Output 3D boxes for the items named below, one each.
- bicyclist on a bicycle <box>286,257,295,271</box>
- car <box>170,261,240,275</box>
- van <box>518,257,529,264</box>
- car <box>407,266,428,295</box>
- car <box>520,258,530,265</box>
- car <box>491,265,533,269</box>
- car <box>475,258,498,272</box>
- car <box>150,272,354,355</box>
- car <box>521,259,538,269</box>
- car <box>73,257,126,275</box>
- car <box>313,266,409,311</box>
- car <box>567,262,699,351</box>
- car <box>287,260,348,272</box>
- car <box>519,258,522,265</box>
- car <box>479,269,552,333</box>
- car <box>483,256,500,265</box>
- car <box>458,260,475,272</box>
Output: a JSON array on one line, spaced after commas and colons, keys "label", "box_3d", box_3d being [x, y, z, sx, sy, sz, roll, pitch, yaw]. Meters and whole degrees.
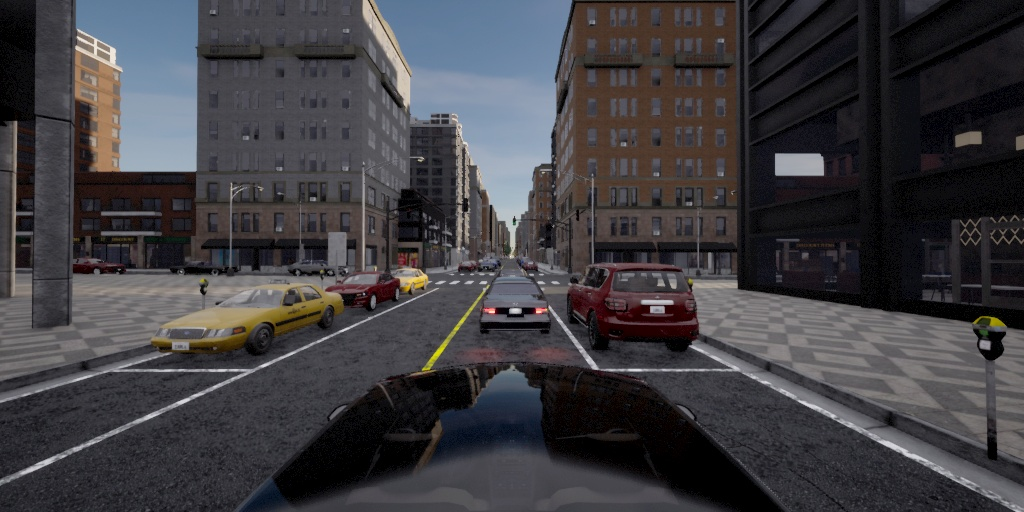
[{"label": "bicyclist on a bicycle", "box_3d": [-23.138, 0.909, 37.578, 0.582, 1.620, 1.656, 0, 0, 0]}, {"label": "car", "box_3d": [-26.761, 1.112, 31.346, 4.718, 1.301, 1.895, 1, -1, 0]}, {"label": "van", "box_3d": [2.450, 1.108, 64.238, 1.690, 1.789, 3.998, 0, 0, 0]}, {"label": "car", "box_3d": [-5.921, 1.279, 20.007, 1.751, 1.417, 4.829, 0, 0, 0]}, {"label": "car", "box_3d": [2.490, 1.344, 52.891, 1.802, 1.307, 4.207, 0, 0, 0]}, {"label": "car", "box_3d": [0.005, 1.355, 20.406, 1.895, 1.301, 4.718, 0, 0, 0]}, {"label": "car", "box_3d": [-3.263, 1.325, 46.528, 1.994, 1.385, 4.181, 0, 0, -1]}, {"label": "car", "box_3d": [-5.881, 1.277, 8.758, 1.751, 1.417, 4.829, 0, 0, 0]}, {"label": "car", "box_3d": [2.510, 1.343, 47.218, 1.802, 1.307, 4.207, 0, 0, 0]}, {"label": "car", "box_3d": [-36.856, 0.897, 31.382, 5.008, 1.535, 1.882, 1, -1, 0]}, {"label": "car", "box_3d": [-5.902, 1.298, 14.553, 1.888, 1.381, 4.507, 0, 0, 0]}, {"label": "car", "box_3d": [2.644, 1.066, 8.949, 2.192, 1.841, 5.009, 0, 0, 0]}, {"label": "car", "box_3d": [-16.864, 1.092, 31.321, 4.902, 1.511, 2.128, 1, -1, 0]}, {"label": "car", "box_3d": [2.470, 1.346, 58.564, 1.802, 1.307, 4.207, 0, 0, 0]}, {"label": "car", "box_3d": [0.060, 1.299, 10.679, 2.033, 1.411, 5.357, 0, 0, 0]}, {"label": "car", "box_3d": [-3.282, 1.241, 56.562, 1.882, 1.535, 5.008, 0, 0, 0]}, {"label": "car", "box_3d": [-6.016, 1.306, 47.197, 1.888, 1.381, 4.507, 0, 0, 0]}]
